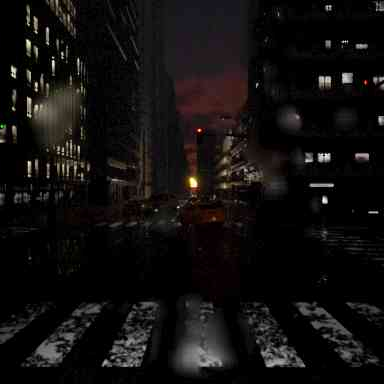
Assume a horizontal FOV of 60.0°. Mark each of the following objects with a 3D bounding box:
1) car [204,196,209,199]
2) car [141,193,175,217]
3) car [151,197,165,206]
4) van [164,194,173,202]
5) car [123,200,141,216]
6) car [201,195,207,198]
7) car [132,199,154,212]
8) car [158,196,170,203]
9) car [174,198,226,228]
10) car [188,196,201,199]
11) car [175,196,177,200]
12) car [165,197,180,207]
[{"bbox_3d":[2.749,1.540,38.623,2.008,1.369,4.403,-1,0,0],"label":"car"},{"bbox_3d":[-3.045,1.212,31.115,2.150,2.045,5.566,0,0,0],"label":"car"},{"bbox_3d":[-5.598,1.530,55.602,1.887,1.381,4.507,-1,0,0],"label":"car"},{"bbox_3d":[-5.558,1.322,78.221,1.690,1.788,3.998,-1,0,0],"label":"van"},{"bbox_3d":[-5.642,1.516,32.814,1.752,1.417,4.829,-1,0,0],"label":"car"},{"bbox_3d":[2.813,1.422,72.551,1.967,1.590,4.097,-1,0,0],"label":"car"},{"bbox_3d":[-5.631,1.555,38.639,1.947,1.339,4.313,-1,0,0],"label":"car"},{"bbox_3d":[-5.576,1.528,66.911,1.887,1.381,4.507,-1,0,0],"label":"car"},{"bbox_3d":[0.583,1.471,22.504,1.882,1.535,5.008,-2,0,-18],"label":"car"},{"bbox_3d":[0.193,1.488,70.928,2.128,1.511,4.902,0,0,0],"label":"car"},{"bbox_3d":[-3.016,1.210,41.594,2.150,2.045,5.566,0,0,0],"label":"car"},{"bbox_3d":[-2.990,1.534,52.138,2.033,1.411,5.357,0,0,0],"label":"car"}]
